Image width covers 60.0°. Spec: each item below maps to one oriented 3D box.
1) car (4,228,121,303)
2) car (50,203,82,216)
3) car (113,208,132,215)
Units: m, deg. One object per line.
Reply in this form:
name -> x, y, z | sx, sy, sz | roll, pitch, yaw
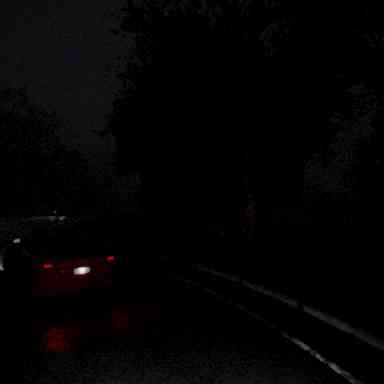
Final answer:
car -> -3.453, 1.609, 8.529 | 1.994, 1.385, 4.181 | 0, 0, -36
car -> -14.677, 2.055, 38.931 | 2.128, 1.511, 4.902 | 0, -3, 7
car -> -12.234, 3.538, 58.674 | 2.033, 1.411, 5.357 | 0, -5, 7
